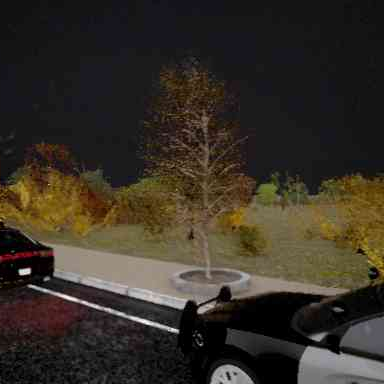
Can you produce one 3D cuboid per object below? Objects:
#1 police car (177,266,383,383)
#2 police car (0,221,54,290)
[{"bbox_3d":[2.166,1.529,3.128,5.238,1.638,1.930,-1,-2,37],"label":"police car"},{"bbox_3d":[-5.812,1.616,9.064,5.238,1.638,1.930,-1,-2,37],"label":"police car"}]
